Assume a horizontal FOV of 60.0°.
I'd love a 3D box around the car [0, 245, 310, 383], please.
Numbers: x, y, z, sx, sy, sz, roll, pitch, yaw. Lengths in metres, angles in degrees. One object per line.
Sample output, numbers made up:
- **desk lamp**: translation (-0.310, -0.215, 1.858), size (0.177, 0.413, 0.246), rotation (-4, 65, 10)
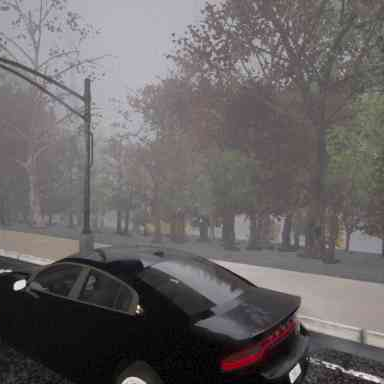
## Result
- **car**: translation (-1.056, 1.477, 4.495), size (5.008, 1.535, 1.882), rotation (0, 0, 36)
